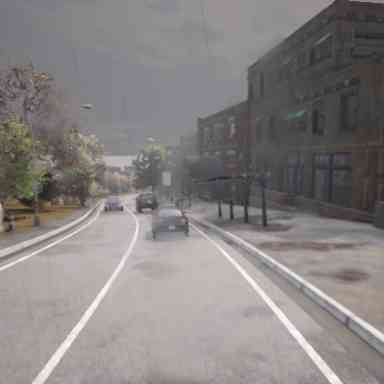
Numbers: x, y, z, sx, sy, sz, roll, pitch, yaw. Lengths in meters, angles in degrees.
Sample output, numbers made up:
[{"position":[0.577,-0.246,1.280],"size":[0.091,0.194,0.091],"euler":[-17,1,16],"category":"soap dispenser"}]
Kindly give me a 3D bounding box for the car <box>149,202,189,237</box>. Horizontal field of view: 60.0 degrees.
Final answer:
[{"position":[-1.246,1.505,17.939],"size":[1.812,1.442,4.674],"euler":[-1,0,-7],"category":"car"}]

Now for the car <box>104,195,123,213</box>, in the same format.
[{"position":[-9.177,1.449,38.994],"size":[2.097,1.767,4.553],"euler":[-2,0,-14],"category":"car"}]

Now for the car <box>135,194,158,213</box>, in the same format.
[{"position":[-5.152,1.217,37.963],"size":[2.150,2.045,5.566],"euler":[-2,0,-14],"category":"car"}]

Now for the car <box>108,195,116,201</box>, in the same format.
[{"position":[-18.824,1.355,78.258],"size":[1.812,1.442,4.674],"euler":[-2,0,-14],"category":"car"}]
